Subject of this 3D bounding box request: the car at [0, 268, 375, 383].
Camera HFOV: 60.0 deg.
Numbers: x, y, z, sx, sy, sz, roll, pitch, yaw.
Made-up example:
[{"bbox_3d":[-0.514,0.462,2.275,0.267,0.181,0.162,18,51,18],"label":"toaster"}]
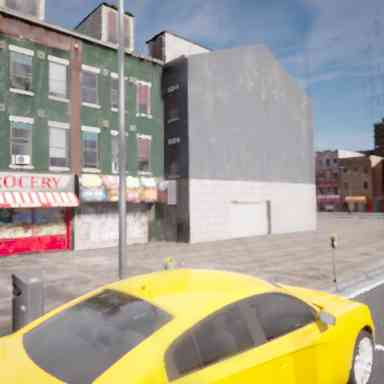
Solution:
[{"bbox_3d":[0.235,1.593,3.562,5.008,1.535,1.882,1,-2,-42],"label":"car"}]
